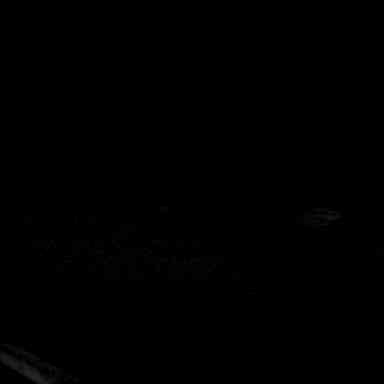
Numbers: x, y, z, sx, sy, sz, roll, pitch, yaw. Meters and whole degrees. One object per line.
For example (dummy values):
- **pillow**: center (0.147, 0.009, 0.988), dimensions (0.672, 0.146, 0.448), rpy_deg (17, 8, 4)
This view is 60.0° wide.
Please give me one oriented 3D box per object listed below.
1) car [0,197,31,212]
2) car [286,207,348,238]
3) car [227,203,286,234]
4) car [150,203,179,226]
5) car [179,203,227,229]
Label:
- **car**: center (-20.777, 1.351, 37.422), dimensions (2.185, 1.767, 4.553), rpy_deg (0, 0, 35)
- **car**: center (6.900, 1.497, 17.615), dimensions (2.002, 1.452, 4.674), rpy_deg (0, 0, 36)
- **car**: center (4.342, 1.459, 19.451), dimensions (2.097, 1.535, 5.008), rpy_deg (0, 0, 36)
- **car**: center (-0.993, 1.503, 23.251), dimensions (2.002, 1.452, 4.674), rpy_deg (0, 0, 36)
- **car**: center (1.672, 1.462, 21.344), dimensions (2.231, 1.521, 4.892), rpy_deg (0, 0, 36)
